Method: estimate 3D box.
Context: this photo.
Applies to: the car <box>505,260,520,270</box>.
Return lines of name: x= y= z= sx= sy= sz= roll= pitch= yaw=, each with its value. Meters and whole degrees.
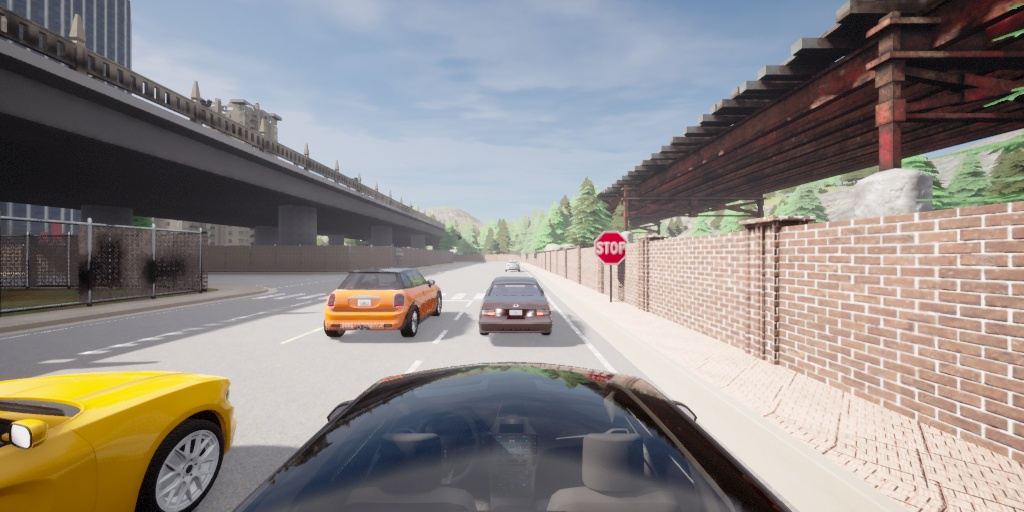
car: x=0.085 y=1.276 z=46.303 sx=1.812 sy=1.442 sz=4.674 roll=0 pitch=0 yaw=-1

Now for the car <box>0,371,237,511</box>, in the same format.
car: x=-3.397 y=1.228 z=1.155 sx=1.882 sy=1.535 sz=5.008 roll=0 pitch=0 yaw=0

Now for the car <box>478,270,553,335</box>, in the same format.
car: x=0.082 y=1.297 z=10.434 sx=2.033 sy=1.411 sz=5.357 roll=0 pitch=0 yaw=0

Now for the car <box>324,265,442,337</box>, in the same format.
car: x=-3.419 y=1.102 z=10.413 sx=2.097 sy=1.767 sz=4.553 roll=0 pitch=0 yaw=0
